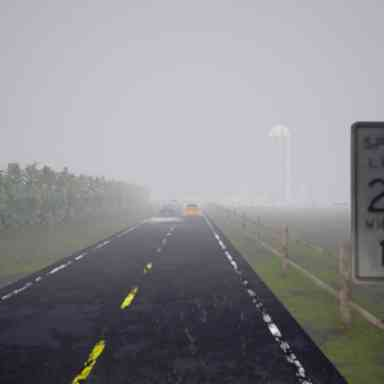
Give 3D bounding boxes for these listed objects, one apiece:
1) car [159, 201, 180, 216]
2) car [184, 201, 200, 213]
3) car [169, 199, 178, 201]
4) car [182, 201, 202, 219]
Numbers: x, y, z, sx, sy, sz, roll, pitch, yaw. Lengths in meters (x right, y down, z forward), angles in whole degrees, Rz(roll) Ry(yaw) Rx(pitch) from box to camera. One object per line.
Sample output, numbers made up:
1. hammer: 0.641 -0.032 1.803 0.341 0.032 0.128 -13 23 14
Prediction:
1. car: -2.727 2.049 38.578 1.895 1.301 4.718 0 -1 0
2. car: 0.035 2.033 46.065 2.128 1.511 4.902 0 -1 0
3. car: -2.739 1.835 50.411 1.812 1.442 4.674 0 -1 0
4. car: 0.022 1.871 34.059 1.882 1.535 5.008 0 -1 0
